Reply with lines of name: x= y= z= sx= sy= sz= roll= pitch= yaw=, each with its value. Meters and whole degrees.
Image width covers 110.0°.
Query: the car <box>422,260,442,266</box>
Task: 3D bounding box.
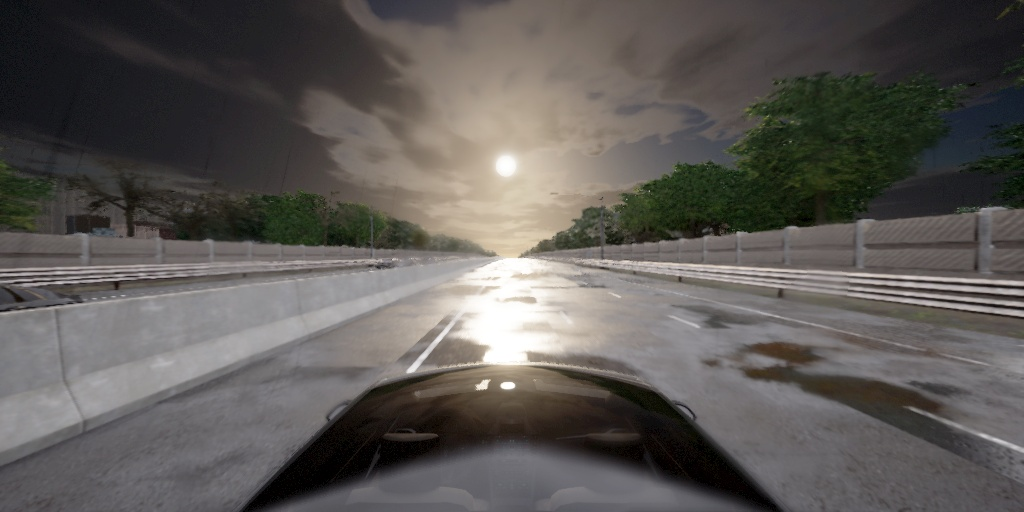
car: x=-10.582 y=1.207 z=48.089 sx=2.033 sy=1.411 sz=5.357 roll=0 pitch=0 yaw=1

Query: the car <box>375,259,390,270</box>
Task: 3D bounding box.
car: x=-17.564 y=1.194 z=50.966 sx=2.033 sy=1.411 sz=5.357 roll=0 pitch=0 yaw=1

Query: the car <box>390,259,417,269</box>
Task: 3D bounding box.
car: x=-14.089 y=1.148 z=48.081 sx=2.128 sy=1.511 sz=4.902 roll=0 pitch=0 yaw=0

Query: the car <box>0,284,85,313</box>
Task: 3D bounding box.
car: x=-10.599 y=1.248 z=6.124 sx=1.837 sy=1.490 sz=4.892 roll=0 pitch=0 yaw=0
